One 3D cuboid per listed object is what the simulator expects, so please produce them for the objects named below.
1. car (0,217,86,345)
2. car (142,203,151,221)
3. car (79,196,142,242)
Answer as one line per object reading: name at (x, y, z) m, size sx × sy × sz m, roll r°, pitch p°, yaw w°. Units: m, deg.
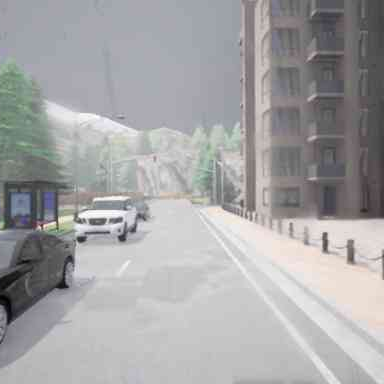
car at (-3.778, 1.508, 6.383) m, size 1.882 × 1.535 × 5.008 m, roll 0°, pitch 0°, yaw -2°
car at (-4.464, 1.581, 27.476) m, size 2.033 × 1.411 × 5.357 m, roll 0°, pitch 0°, yaw -2°
car at (-4.133, 1.254, 16.963) m, size 2.150 × 2.045 × 5.566 m, roll 0°, pitch 0°, yaw -1°
